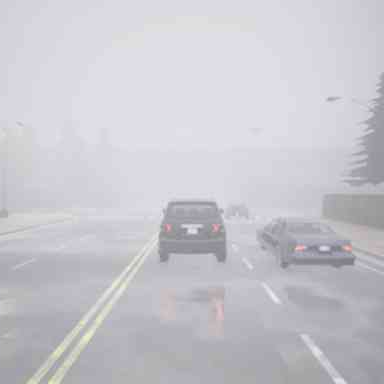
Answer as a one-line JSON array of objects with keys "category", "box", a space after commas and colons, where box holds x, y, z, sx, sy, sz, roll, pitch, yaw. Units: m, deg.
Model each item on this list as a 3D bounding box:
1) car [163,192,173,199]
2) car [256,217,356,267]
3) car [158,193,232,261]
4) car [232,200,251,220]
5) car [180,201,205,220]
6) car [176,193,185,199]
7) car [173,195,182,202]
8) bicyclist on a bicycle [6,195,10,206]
[{"category": "car", "box": [-6.743, 0.926, 94.912, 2.097, 1.767, 4.553, 0, 0, 5]}, {"category": "car", "box": [3.528, 1.542, 11.314, 2.033, 1.411, 5.357, 0, 0, 1]}, {"category": "car", "box": [0.039, 1.217, 12.332, 2.150, 2.045, 5.566, 0, 0, 1]}, {"category": "car", "box": [3.952, 1.476, 28.439, 1.837, 1.490, 4.892, -1, 1, 10]}, {"category": "car", "box": [0.055, 1.532, 28.754, 1.994, 1.385, 4.181, 0, 1, 1]}, {"category": "car", "box": [-3.260, 1.110, 94.561, 2.033, 1.411, 5.357, 0, 0, 5]}, {"category": "car", "box": [-3.477, 1.516, 78.901, 1.994, 1.385, 4.181, 0, 0, 0]}, {"category": "bicyclist on a bicycle", "box": [-27.255, 1.223, 48.997, 0.582, 1.620, 1.656, 0, 0, 0]}]
